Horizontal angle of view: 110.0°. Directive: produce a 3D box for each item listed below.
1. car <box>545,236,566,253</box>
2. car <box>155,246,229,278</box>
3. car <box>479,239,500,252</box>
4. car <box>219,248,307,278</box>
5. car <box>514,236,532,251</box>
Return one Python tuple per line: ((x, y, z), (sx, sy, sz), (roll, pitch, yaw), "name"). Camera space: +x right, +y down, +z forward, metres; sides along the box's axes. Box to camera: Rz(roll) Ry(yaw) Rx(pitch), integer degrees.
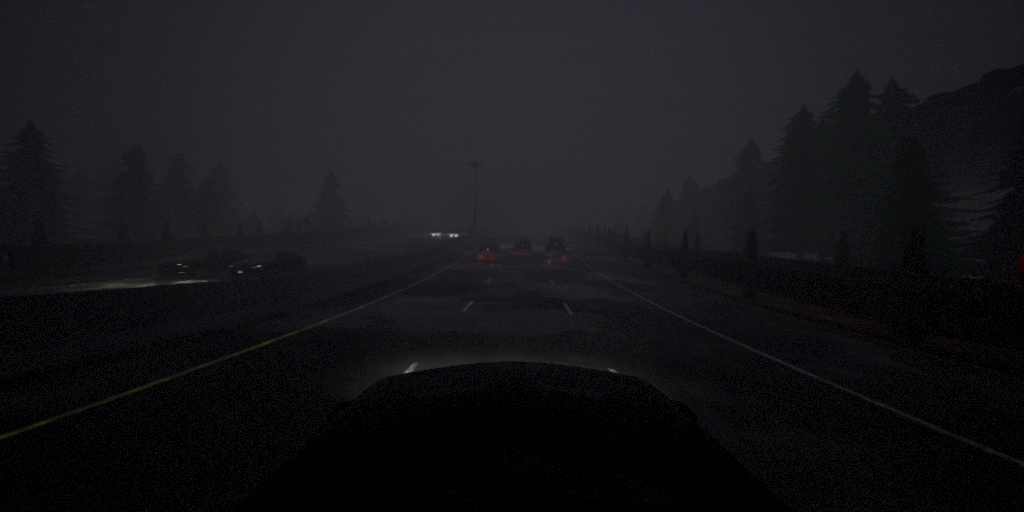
((4.695, -1.415, 39.219), (2.097, 1.767, 4.553), (1, 6, 2), "car")
((-17.105, 0.247, 20.269), (1.882, 1.535, 5.008), (1, 4, 2), "car")
((-2.346, -1.215, 38.529), (1.895, 1.301, 4.718), (1, 7, 3), "car")
((-13.603, 0.359, 20.359), (1.812, 1.442, 4.674), (1, 4, 2), "car")
((1.249, -1.509, 40.602), (1.882, 1.535, 5.008), (1, 7, 2), "car")
